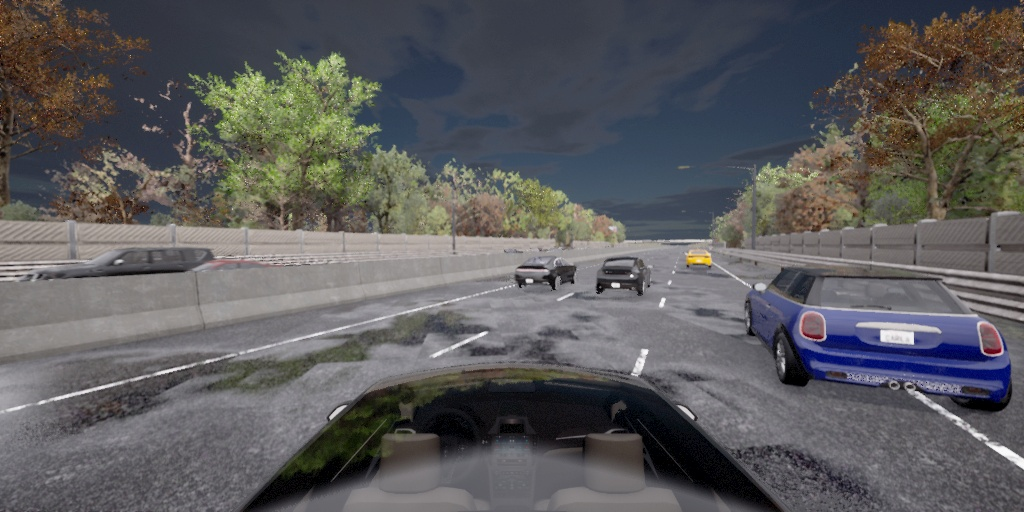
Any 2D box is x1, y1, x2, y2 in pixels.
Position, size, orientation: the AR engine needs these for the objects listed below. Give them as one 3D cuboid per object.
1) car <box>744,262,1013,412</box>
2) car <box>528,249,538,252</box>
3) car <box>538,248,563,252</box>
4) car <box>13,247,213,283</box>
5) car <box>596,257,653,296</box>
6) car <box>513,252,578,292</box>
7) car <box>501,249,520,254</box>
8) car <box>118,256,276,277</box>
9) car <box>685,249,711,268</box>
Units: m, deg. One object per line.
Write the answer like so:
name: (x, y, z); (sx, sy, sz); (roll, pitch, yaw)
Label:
car: (5.528, 0.925, 6.212); (2.097, 1.767, 4.553); (0, 2, 26)
car: (3.519, -0.355, 53.630); (1.812, 1.442, 4.674); (0, 2, 26)
car: (5.961, -0.315, 50.664); (2.128, 1.511, 4.902); (0, 2, 26)
car: (-15.230, 0.666, 14.545); (2.150, 2.045, 5.566); (0, 2, 26)
car: (4.989, 0.784, 15.794); (1.837, 1.490, 4.892); (0, 2, 26)
car: (1.779, 0.748, 17.195); (2.128, 1.511, 4.902); (0, 2, 26)
car: (-0.131, -0.310, 54.125); (1.994, 1.385, 4.181); (1, 2, 26)
car: (-11.521, 0.910, 14.191); (1.882, 1.535, 5.008); (0, 2, 26)
car: (16.564, 0.183, 31.930); (1.882, 1.535, 5.008); (1, 2, 26)
